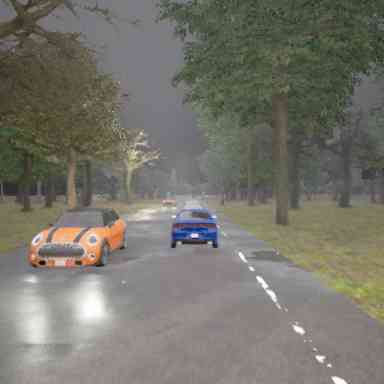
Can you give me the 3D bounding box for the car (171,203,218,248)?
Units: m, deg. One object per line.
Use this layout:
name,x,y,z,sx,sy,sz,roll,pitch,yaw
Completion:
car,0.097,1.487,14.965,1.882,1.535,5.008,0,0,0

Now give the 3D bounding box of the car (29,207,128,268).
car,-3.605,1.356,11.338,2.097,1.767,4.553,0,0,0

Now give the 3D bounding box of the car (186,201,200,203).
car,0.087,1.582,33.007,1.812,1.442,4.674,0,0,0

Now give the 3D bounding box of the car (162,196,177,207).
car,-3.581,1.499,53.355,2.097,1.767,4.553,0,0,0
